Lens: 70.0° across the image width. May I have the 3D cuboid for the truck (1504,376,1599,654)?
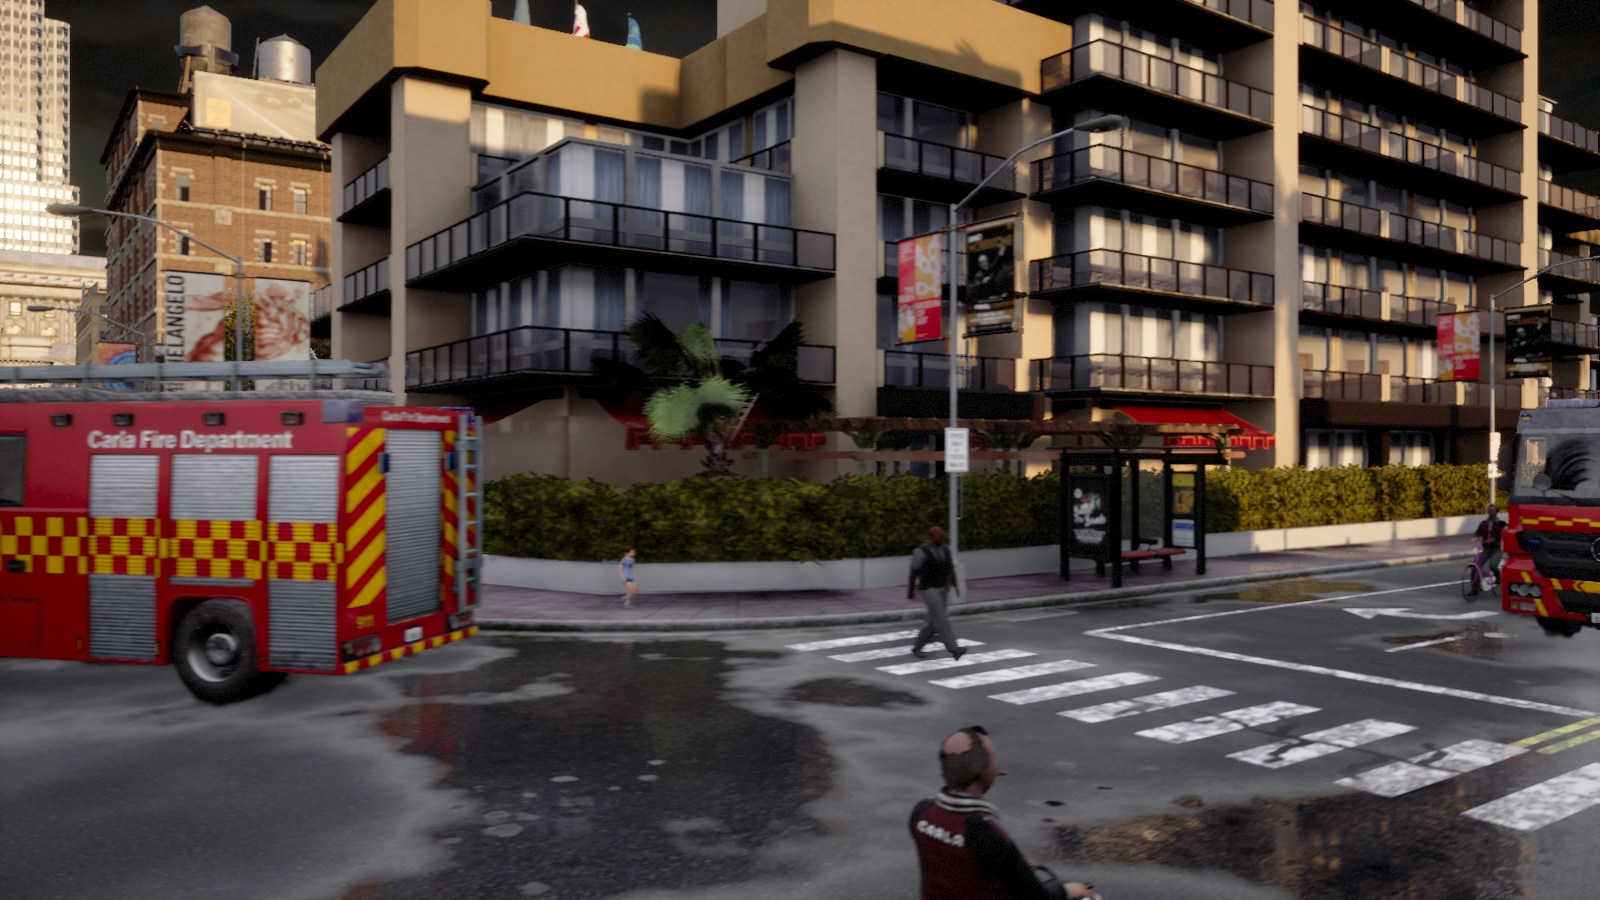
[{"bbox_3d":[14.592,0.890,17.966,8.468,3.827,2.891,0,0,-35],"label":"truck"}]

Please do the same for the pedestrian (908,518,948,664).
[{"bbox_3d":[1.692,1.849,15.132,0.375,1.860,0.375,0,0,-35],"label":"pedestrian"}]

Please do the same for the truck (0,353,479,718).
[{"bbox_3d":[-8.613,0.891,14.403,8.468,3.827,2.891,0,0,14],"label":"truck"}]

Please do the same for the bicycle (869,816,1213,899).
[{"bbox_3d":[0.880,2.209,4.381,1.835,1.171,0.329,-1,0,-35],"label":"bicycle"}]

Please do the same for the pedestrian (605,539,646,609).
[{"bbox_3d":[-2.928,2.077,19.203,0.500,1.100,0.500,0,0,21],"label":"pedestrian"}]
